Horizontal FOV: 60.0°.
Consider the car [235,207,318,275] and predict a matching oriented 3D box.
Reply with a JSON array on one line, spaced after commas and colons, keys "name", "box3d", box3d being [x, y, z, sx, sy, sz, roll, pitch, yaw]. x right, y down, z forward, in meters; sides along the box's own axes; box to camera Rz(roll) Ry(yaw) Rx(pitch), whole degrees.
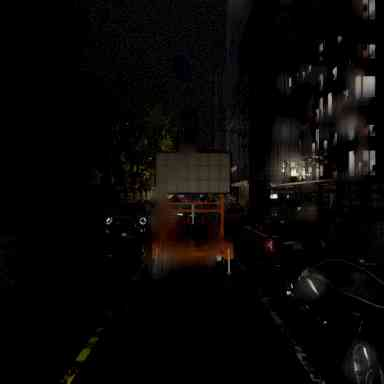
[{"name": "car", "box3d": [2.709, 1.438, 10.464, 1.967, 1.590, 4.097, 0, 0, 0]}]

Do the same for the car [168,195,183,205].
[{"name": "car", "box3d": [-2.999, 1.452, 57.787, 1.812, 1.442, 4.674, 0, 0, 0]}]

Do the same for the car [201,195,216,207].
[{"name": "car", "box3d": [2.769, 1.526, 50.237, 1.802, 1.307, 4.206, 0, 0, 0]}]

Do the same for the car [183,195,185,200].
[{"name": "car", "box3d": [-2.872, 1.440, 86.886, 1.895, 1.301, 4.718, 0, 0, 0]}]

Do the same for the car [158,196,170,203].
[{"name": "car", "box3d": [-5.586, 1.452, 67.315, 2.008, 1.369, 4.403, 0, 0, 0]}]

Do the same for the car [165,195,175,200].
[{"name": "car", "box3d": [-5.560, 1.398, 84.363, 2.008, 1.369, 4.403, 0, 0, 0]}]

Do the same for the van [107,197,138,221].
[{"name": "van", "box3d": [-5.645, 1.324, 27.534, 1.690, 1.788, 3.998, 0, 0, 0]}]

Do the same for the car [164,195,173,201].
[{"name": "car", "box3d": [-5.569, 1.392, 78.509, 1.752, 1.417, 4.829, 0, 0, 0]}]

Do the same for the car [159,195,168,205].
[{"name": "car", "box3d": [-5.603, 1.475, 55.948, 1.887, 1.381, 4.507, 0, 0, 0]}]

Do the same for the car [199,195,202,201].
[{"name": "car", "box3d": [2.795, 1.446, 67.281, 1.887, 1.381, 4.507, 0, 0, 0]}]

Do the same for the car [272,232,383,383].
[{"name": "car", "box3d": [2.700, 1.566, 4.783, 1.947, 1.339, 4.313, 0, 0, 0]}]

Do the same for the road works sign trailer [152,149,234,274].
[{"name": "road works sign trailer", "box3d": [0.031, 0.462, 10.526, 2.380, 3.560, 2.880, 0, 0, 1]}]

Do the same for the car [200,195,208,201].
[{"name": "car", "box3d": [2.812, 1.432, 78.643, 1.947, 1.339, 4.313, 0, 0, 0]}]

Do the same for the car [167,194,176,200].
[{"name": "car", "box3d": [-5.552, 1.379, 90.046, 2.008, 1.369, 4.403, 0, 0, 0]}]

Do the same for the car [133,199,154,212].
[{"name": "car", "box3d": [-5.629, 1.547, 38.900, 1.802, 1.307, 4.206, 0, 0, 0]}]

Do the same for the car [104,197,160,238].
[{"name": "car", "box3d": [-3.075, 1.346, 17.374, 2.097, 1.767, 4.553, 0, 0, 0]}]

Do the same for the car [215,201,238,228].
[{"name": "car", "box3d": [2.726, 1.515, 22.000, 1.752, 1.417, 4.829, 0, 0, 0]}]

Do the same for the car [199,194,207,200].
[{"name": "car", "box3d": [2.829, 1.379, 90.007, 2.008, 1.369, 4.403, 0, 0, 0]}]
